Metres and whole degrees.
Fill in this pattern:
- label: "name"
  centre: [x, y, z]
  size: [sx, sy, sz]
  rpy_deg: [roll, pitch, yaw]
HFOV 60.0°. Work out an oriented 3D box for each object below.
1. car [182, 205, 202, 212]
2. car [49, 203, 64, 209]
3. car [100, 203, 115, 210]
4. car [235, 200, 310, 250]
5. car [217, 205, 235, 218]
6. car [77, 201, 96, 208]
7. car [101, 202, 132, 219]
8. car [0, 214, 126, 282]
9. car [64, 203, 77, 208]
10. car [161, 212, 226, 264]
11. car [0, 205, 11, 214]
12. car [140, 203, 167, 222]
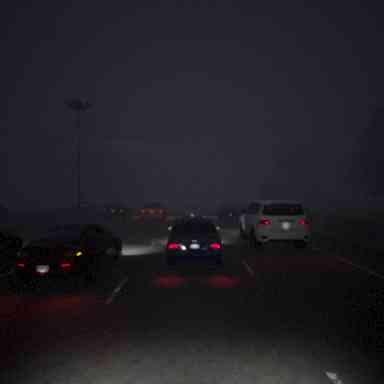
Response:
- label: "car"
  centre: [0.031, 1.957, 32.597]
  size: [1.812, 1.442, 4.674]
  rpy_deg: [0, -1, 0]
- label: "car"
  centre: [-28.146, 2.954, 69.896]
  size: [2.033, 1.411, 5.357]
  rpy_deg: [0, -2, 0]
- label: "car"
  centre: [-17.645, 3.005, 69.886]
  size: [1.895, 1.301, 4.718]
  rpy_deg: [0, -2, 0]
- label: "car"
  centre: [3.567, 1.371, 15.311]
  size: [2.150, 2.045, 5.566]
  rpy_deg: [0, -1, 0]
- label: "car"
  centre: [3.531, 1.956, 32.614]
  size: [1.812, 1.442, 4.674]
  rpy_deg: [0, -1, 0]
- label: "car"
  centre: [-21.142, 2.730, 68.132]
  size: [2.097, 1.767, 4.553]
  rpy_deg: [0, -2, 0]
- label: "car"
  centre: [-6.968, 1.762, 31.328]
  size: [2.097, 1.767, 4.553]
  rpy_deg: [0, -1, 0]
- label: "car"
  centre: [-3.428, 1.614, 9.941]
  size: [1.812, 1.442, 4.674]
  rpy_deg: [0, -1, 0]
- label: "car"
  centre: [-24.646, 2.965, 69.903]
  size: [1.994, 1.385, 4.181]
  rpy_deg: [0, -2, 0]
- label: "car"
  centre: [0.073, 1.659, 12.154]
  size: [2.033, 1.411, 5.357]
  rpy_deg: [0, -1, 0]
- label: "car"
  centre: [-17.655, 1.871, 28.791]
  size: [1.837, 1.490, 4.892]
  rpy_deg: [0, -1, 0]
- label: "car"
  centre: [-3.467, 1.748, 30.693]
  size: [2.097, 1.767, 4.553]
  rpy_deg: [0, -1, 0]
